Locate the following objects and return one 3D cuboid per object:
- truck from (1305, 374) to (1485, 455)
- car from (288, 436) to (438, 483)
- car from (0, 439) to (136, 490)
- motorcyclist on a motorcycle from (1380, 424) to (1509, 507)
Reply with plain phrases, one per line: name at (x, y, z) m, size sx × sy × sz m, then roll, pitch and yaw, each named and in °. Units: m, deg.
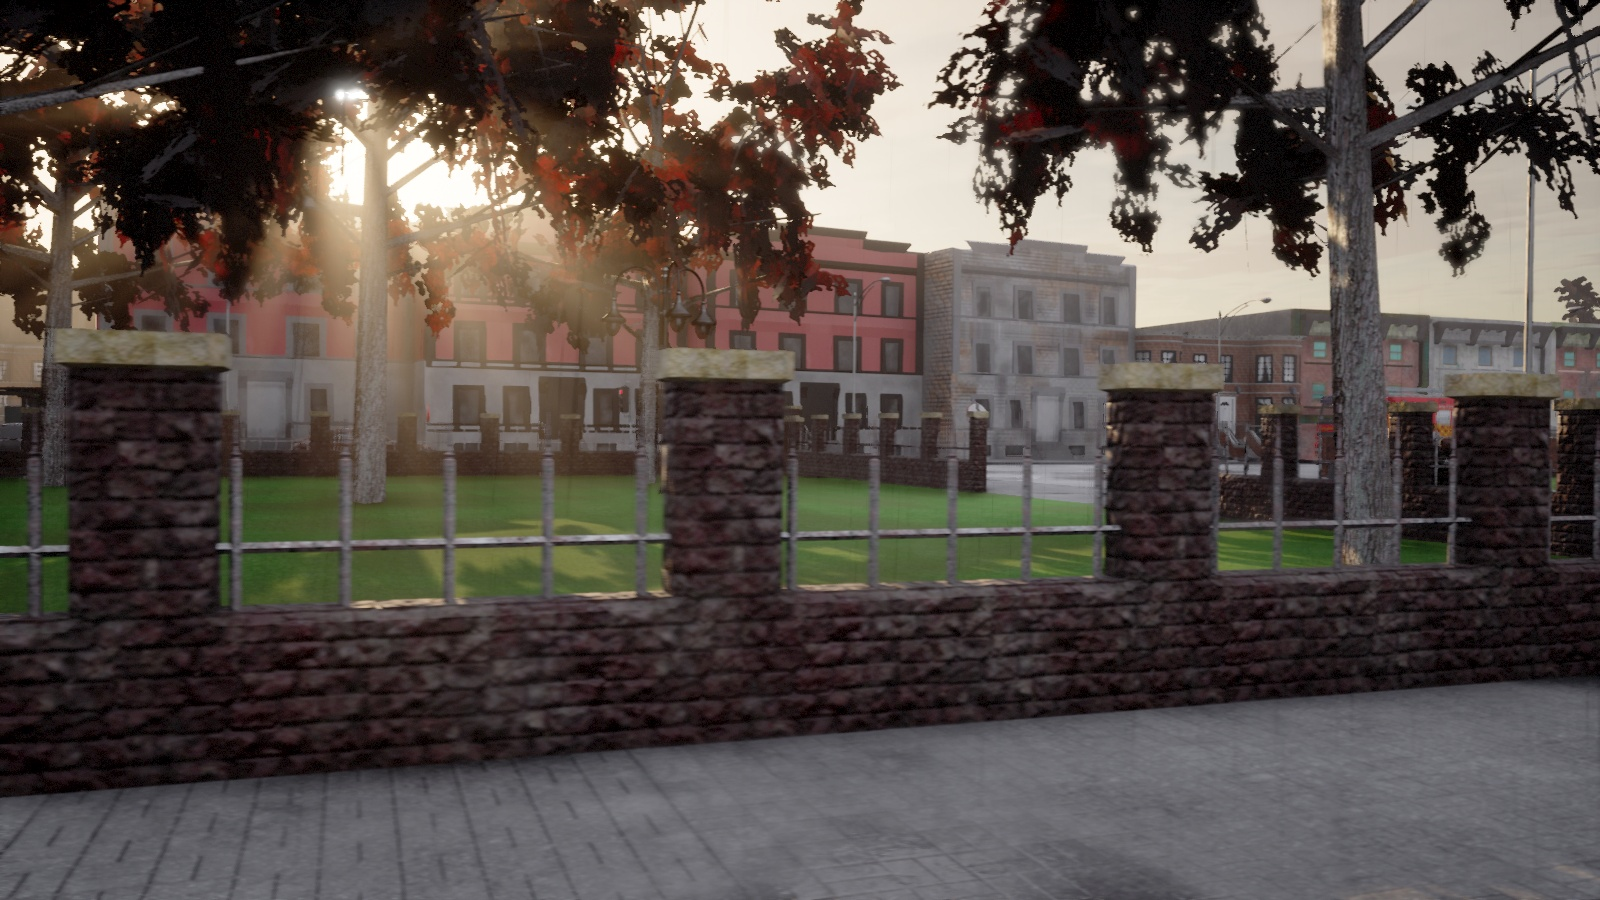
truck at (29.516, -1.781, 62.237) m, size 8.468 × 3.827 × 2.891 m, roll -1°, pitch 1°, yaw -19°
car at (-14.684, 0.294, 42.325) m, size 4.674 × 1.442 × 1.812 m, roll -1°, pitch 1°, yaw -19°
car at (-23.610, 0.438, 39.143) m, size 4.892 × 1.490 × 1.837 m, roll -1°, pitch 1°, yaw -20°
motorcyclist on a motorcycle at (12.418, 0.269, 24.291) m, size 0.866 × 1.530 × 2.191 m, roll -1°, pitch 1°, yaw -21°
